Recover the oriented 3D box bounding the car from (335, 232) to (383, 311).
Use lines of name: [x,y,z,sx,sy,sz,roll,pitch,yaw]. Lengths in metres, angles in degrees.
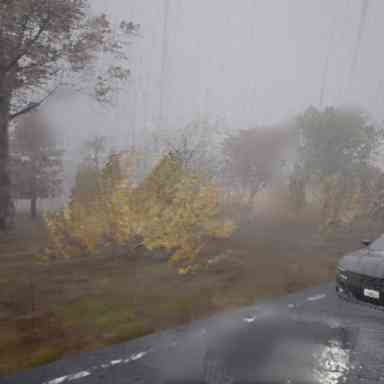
car: [5.082,1.489,7.295,5.008,1.535,1.882,0,0,-38]
